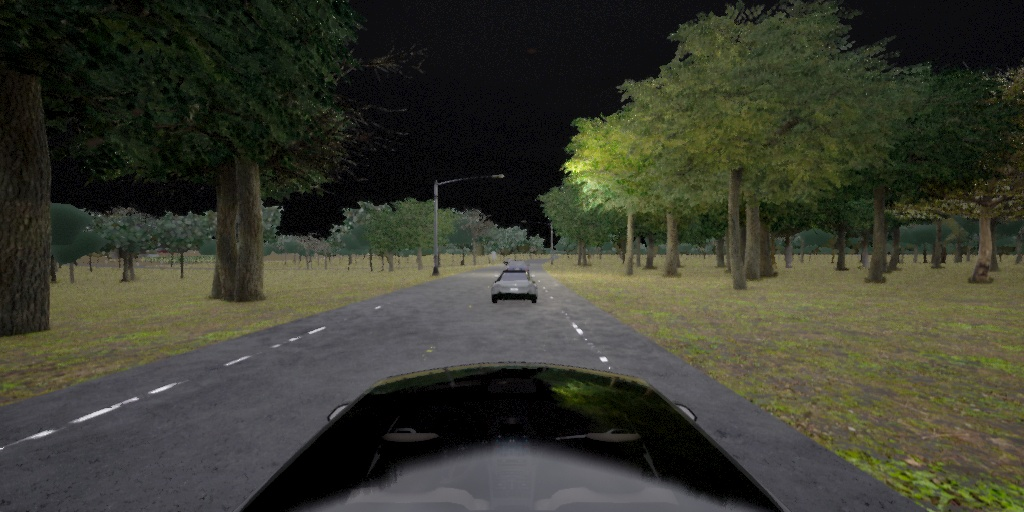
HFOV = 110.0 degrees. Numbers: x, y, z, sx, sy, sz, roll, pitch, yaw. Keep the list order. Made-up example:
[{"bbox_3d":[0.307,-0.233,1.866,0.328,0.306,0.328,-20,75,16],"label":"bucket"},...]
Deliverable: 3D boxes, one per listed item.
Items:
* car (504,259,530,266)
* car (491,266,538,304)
[{"bbox_3d":[0.493,1.109,31.391,2.097,1.767,4.553,0,0,2],"label":"car"},{"bbox_3d":[0.123,1.317,16.454,1.994,1.385,4.181,0,0,1],"label":"car"}]
